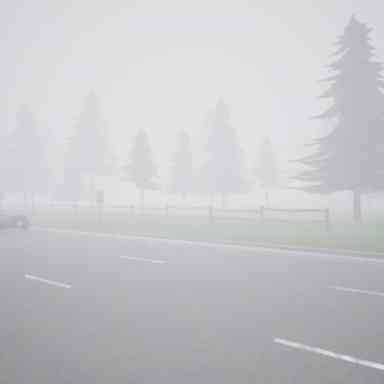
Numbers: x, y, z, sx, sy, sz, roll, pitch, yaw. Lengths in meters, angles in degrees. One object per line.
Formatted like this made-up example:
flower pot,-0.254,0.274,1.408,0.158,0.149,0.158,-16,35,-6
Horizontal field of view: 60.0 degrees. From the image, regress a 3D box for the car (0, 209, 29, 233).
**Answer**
car,-12.244,1.788,21.320,4.674,1.442,1.812,-1,0,36
